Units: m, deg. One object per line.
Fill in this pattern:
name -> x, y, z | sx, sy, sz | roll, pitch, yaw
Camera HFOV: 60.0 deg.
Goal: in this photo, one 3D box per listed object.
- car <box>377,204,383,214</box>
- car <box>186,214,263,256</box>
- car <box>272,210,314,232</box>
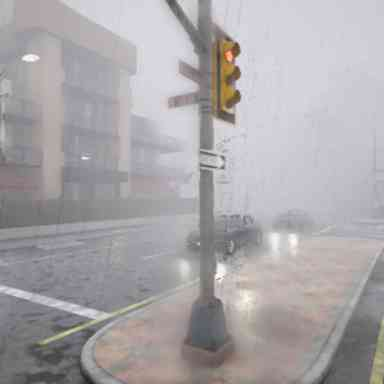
car -> 24.171, 2.065, 40.494 | 2.128, 1.511, 4.902 | 0, -1, 5
car -> 1.594, 1.782, 14.751 | 1.837, 1.490, 4.892 | -1, -1, 33
car -> 7.100, 1.955, 23.200 | 1.994, 1.385, 4.181 | -1, -1, 33
